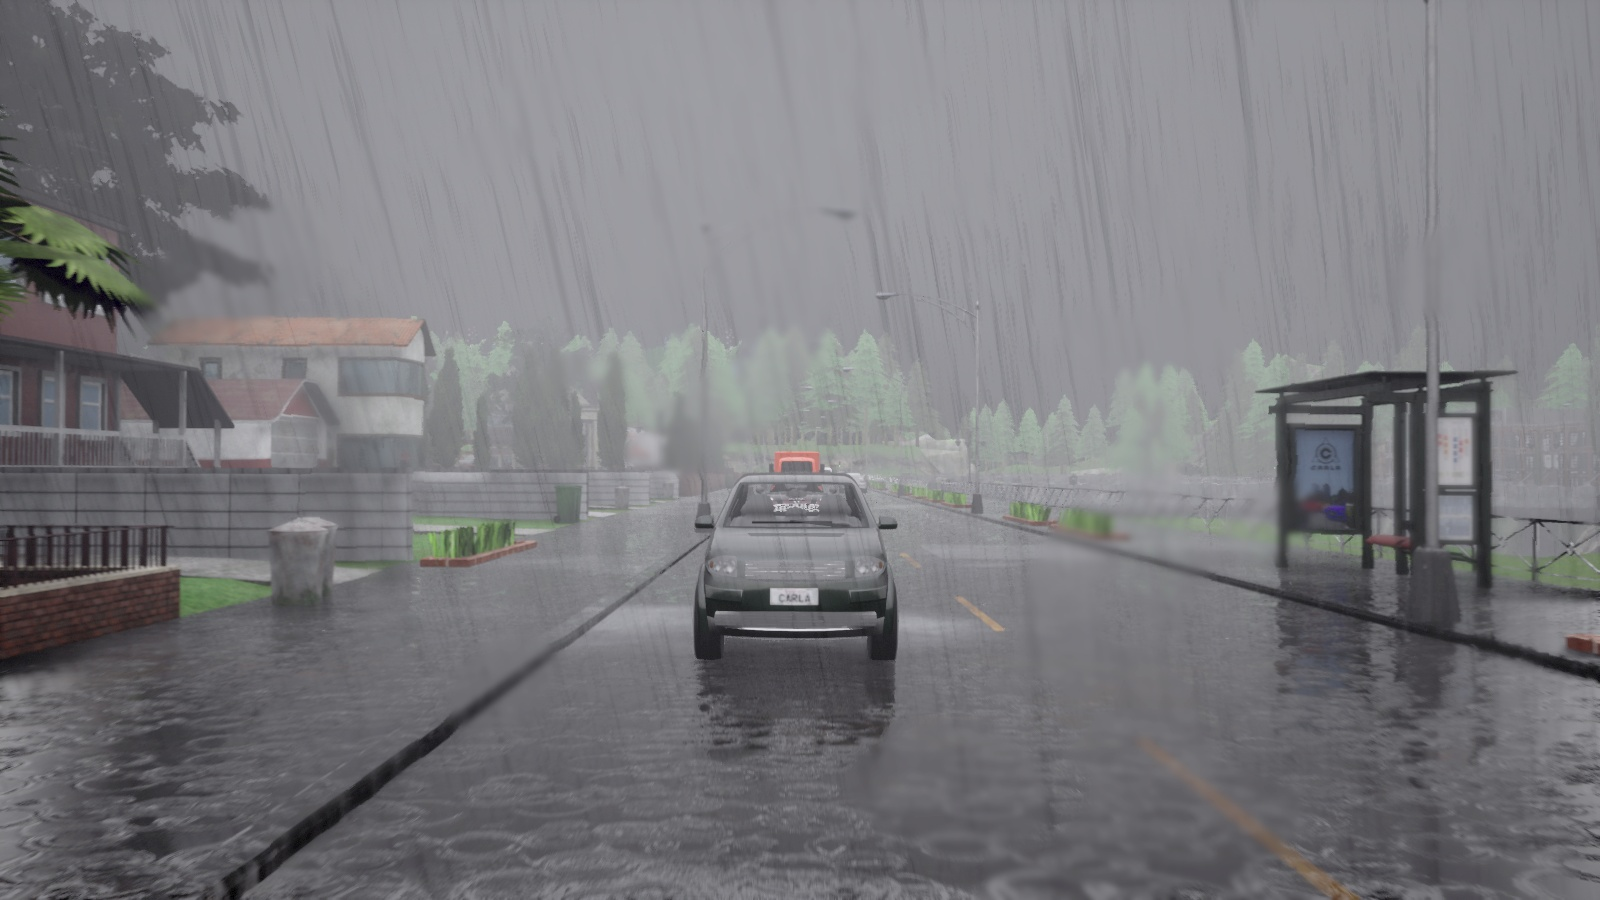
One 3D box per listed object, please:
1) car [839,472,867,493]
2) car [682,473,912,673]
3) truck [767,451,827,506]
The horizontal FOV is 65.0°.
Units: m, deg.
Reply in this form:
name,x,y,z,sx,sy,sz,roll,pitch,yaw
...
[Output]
name,x,y,z,sx,sy,sz,roll,pitch,yaw
car,3.789,2.333,90.044,1.812,1.442,4.674,0,-1,0
car,-0.028,0.988,11.649,1.789,1.549,3.705,0,-1,0
truck,-0.140,1.310,58.621,2.627,2.467,5.204,0,-1,0
